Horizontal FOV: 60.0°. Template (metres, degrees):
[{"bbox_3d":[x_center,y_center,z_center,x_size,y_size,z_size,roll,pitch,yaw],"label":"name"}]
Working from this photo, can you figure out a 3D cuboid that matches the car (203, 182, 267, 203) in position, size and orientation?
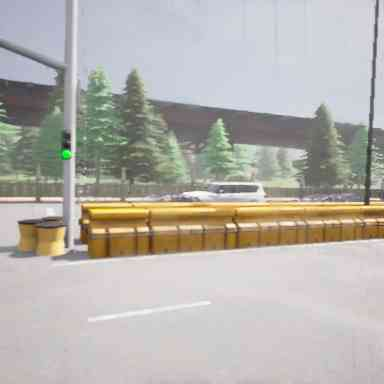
[{"bbox_3d":[1.929,0.395,20.235,5.566,2.045,2.150,1,3,-25],"label":"car"}]

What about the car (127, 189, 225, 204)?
[{"bbox_3d":[-1.315,0.796,14.876,4.902,1.511,2.128,1,3,-25],"label":"car"}]

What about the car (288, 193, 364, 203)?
[{"bbox_3d":[7.204,0.883,18.827,4.902,1.511,2.128,1,3,-25],"label":"car"}]

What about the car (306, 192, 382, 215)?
[{"bbox_3d":[11.228,0.816,24.526,5.357,1.411,2.033,1,3,-25],"label":"car"}]
